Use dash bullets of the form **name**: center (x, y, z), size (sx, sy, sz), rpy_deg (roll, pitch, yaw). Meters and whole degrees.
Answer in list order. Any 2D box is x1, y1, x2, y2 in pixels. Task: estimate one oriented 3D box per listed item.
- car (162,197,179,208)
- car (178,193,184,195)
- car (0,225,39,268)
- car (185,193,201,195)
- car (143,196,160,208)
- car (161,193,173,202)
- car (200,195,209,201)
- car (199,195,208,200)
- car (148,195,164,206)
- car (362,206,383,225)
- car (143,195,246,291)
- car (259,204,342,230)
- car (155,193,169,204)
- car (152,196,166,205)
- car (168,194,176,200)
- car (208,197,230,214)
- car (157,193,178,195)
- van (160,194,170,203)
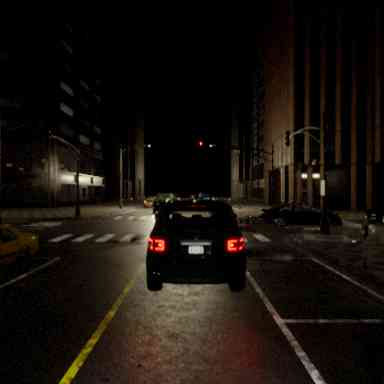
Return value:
- **car**: center (-2.935, 1.491, 46.491), size (1.994, 1.385, 4.181), rpy_deg (0, 0, 1)
- **car**: center (-2.913, 1.266, 56.369), size (2.097, 1.767, 4.553), rpy_deg (0, 0, 1)
- **car**: center (-5.743, 1.511, 8.632), size (1.752, 1.417, 4.829), rpy_deg (0, 0, 0)
- **car**: center (0.136, 1.395, 65.844), size (2.128, 1.511, 4.902), rpy_deg (0, 0, 0)
- **car**: center (-5.664, 1.367, 46.795), size (1.967, 1.590, 4.097), rpy_deg (0, 0, 0)
- **car**: center (-5.606, 1.209, 74.842), size (2.192, 1.841, 5.009), rpy_deg (0, 0, 0)
- **car**: center (2.930, 1.455, 80.450), size (1.947, 1.339, 4.313), rpy_deg (0, 0, 0)
- **car**: center (2.941, 1.450, 86.059), size (1.947, 1.339, 4.313), rpy_deg (0, 0, 0)
- **car**: center (-5.652, 1.359, 52.404), size (1.967, 1.590, 4.097), rpy_deg (0, 0, 0)
- **car**: center (14.853, 1.526, 23.832), size (4.892, 1.490, 1.837), rpy_deg (0, 0, 0)
- **car**: center (0.098, 1.206, 9.085), size (2.150, 2.045, 5.566), rpy_deg (0, 0, 0)
- **car**: center (6.670, 1.481, 20.598), size (4.902, 1.511, 2.128), rpy_deg (0, 0, 0)
- **car**: center (-5.629, 1.220, 63.623), size (2.192, 1.841, 5.009), rpy_deg (0, 0, 0)
- **car**: center (-5.641, 1.463, 58.014), size (2.008, 1.369, 4.403), rpy_deg (0, 0, 0)
- **car**: center (-5.572, 1.321, 91.671), size (1.967, 1.590, 4.097), rpy_deg (0, 0, 0)
- **car**: center (2.838, 1.383, 35.578), size (1.967, 1.590, 4.097), rpy_deg (0, 0, 0)
- **car**: center (-2.996, 1.163, 36.618), size (2.150, 2.045, 5.566), rpy_deg (0, 0, 0)
- **van**: center (-5.618, 1.240, 69.232), size (1.690, 1.788, 3.998), rpy_deg (0, 0, 0)
